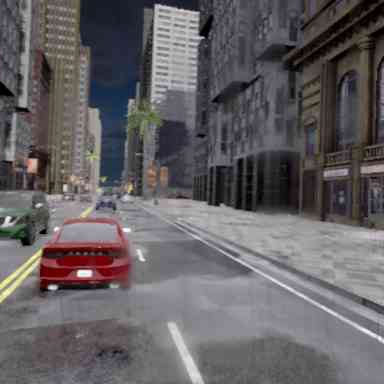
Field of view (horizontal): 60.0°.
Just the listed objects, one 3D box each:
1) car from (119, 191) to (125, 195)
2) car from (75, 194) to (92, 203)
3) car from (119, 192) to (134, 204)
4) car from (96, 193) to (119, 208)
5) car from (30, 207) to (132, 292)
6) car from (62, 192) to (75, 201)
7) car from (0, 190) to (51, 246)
[{"bbox_3d":[-16.285,0.871,77.974,2.150,2.045,5.566,2,0,-14],"label":"car"},{"bbox_3d":[-17.123,1.019,53.787,2.033,1.411,5.357,2,0,-13],"label":"car"},{"bbox_3d":[-11.259,1.250,57.764,1.812,1.442,4.674,2,0,-14],"label":"car"},{"bbox_3d":[-9.729,1.059,37.837,2.097,1.767,4.553,2,0,-14],"label":"car"},{"bbox_3d":[-2.652,1.403,8.823,1.882,1.535,5.008,2,0,-14],"label":"car"},{"bbox_3d":[-21.504,0.812,58.128,2.128,1.511,4.902,2,0,-13],"label":"car"},{"bbox_3d":[-7.462,0.967,14.045,2.150,2.045,5.566,2,0,-14],"label":"car"}]
